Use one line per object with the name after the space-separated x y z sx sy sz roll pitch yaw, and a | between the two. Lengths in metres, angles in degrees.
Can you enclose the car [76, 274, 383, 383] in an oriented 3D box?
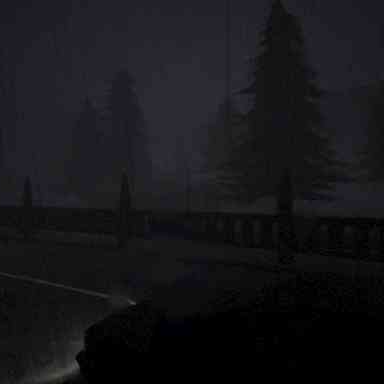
1.358 1.538 2.972 5.357 1.411 2.033 0 0 33 | car
